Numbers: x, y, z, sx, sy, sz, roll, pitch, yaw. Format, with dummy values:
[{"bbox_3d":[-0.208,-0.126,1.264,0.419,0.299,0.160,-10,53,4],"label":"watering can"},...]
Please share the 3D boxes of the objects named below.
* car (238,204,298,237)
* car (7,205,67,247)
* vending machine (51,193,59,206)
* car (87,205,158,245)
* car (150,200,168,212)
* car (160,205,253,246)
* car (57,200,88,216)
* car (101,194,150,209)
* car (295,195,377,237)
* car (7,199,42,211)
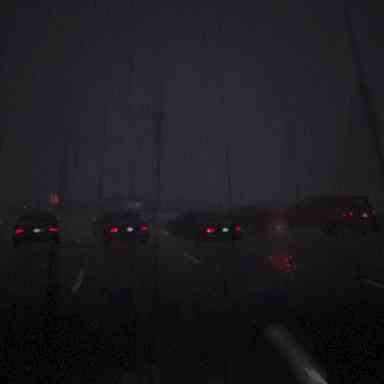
[{"bbox_3d":[3.217,1.472,17.951,1.837,1.490,4.892,0,0,-22],"label":"car"},{"bbox_3d":[-7.177,1.578,15.386,2.033,1.411,5.357,0,0,-25],"label":"car"},{"bbox_3d":[-23.894,1.293,57.930,0.880,2.100,1.100,0,0,40],"label":"vending machine"},{"bbox_3d":[-3.479,1.556,15.638,2.033,1.411,5.357,0,0,-23],"label":"car"},{"bbox_3d":[-4.123,1.561,35.358,1.994,1.385,4.181,0,0,-43],"label":"car"},{"bbox_3d":[0.384,1.533,15.327,2.033,1.411,5.357,0,0,-21],"label":"car"},{"bbox_3d":[-12.108,1.538,33.074,4.902,1.511,2.128,0,0,44],"label":"car"},{"bbox_3d":[-7.063,1.238,33.477,2.150,2.045,5.566,0,0,-44],"label":"car"},{"bbox_3d":[7.045,1.166,17.879,2.150,2.045,5.566,0,0,-21],"label":"car"},{"bbox_3d":[-16.054,1.423,31.970,4.553,1.767,2.097,0,0,43],"label":"car"}]
